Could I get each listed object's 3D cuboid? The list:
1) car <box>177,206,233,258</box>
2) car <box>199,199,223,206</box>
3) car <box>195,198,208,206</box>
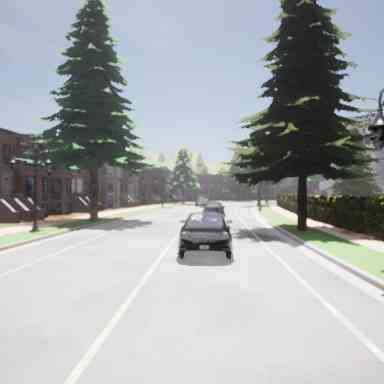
[{"bbox_3d":[0.545,1.523,12.834,2.128,1.511,4.902,0,0,4],"label":"car"},{"bbox_3d":[1.897,1.595,28.637,1.812,1.442,4.674,0,0,7],"label":"car"},{"bbox_3d":[1.634,1.611,50.953,2.128,1.511,4.902,0,0,11],"label":"car"}]
